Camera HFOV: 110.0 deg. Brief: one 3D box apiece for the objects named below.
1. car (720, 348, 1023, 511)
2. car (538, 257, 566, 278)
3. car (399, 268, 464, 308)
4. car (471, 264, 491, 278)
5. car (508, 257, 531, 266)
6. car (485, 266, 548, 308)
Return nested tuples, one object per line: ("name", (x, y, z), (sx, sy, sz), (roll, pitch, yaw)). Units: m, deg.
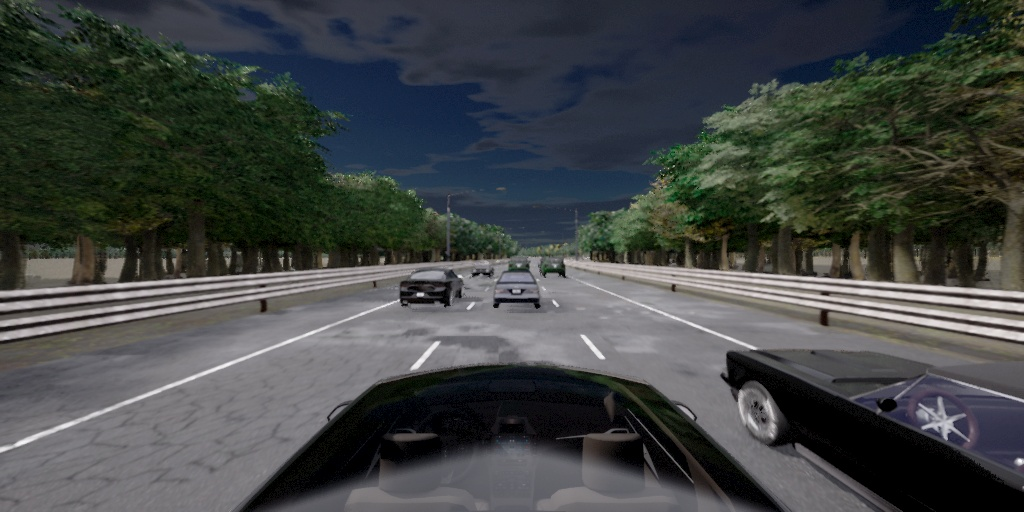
("car", (3.500, 1.353, 2.295), (1.895, 1.301, 4.718), (0, 0, 0))
("car", (4.135, 1.091, 36.309), (2.150, 2.045, 5.566), (0, 0, 2))
("car", (-3.287, 1.251, 15.459), (1.882, 1.535, 5.008), (0, 0, 1))
("car", (-2.795, 1.459, 35.636), (1.895, 1.301, 4.718), (0, 0, 2))
("car", (0.788, 1.097, 37.924), (2.150, 2.045, 5.566), (0, 0, 2))
("car", (0.204, 1.323, 15.389), (2.033, 1.411, 5.357), (0, 0, 1))
